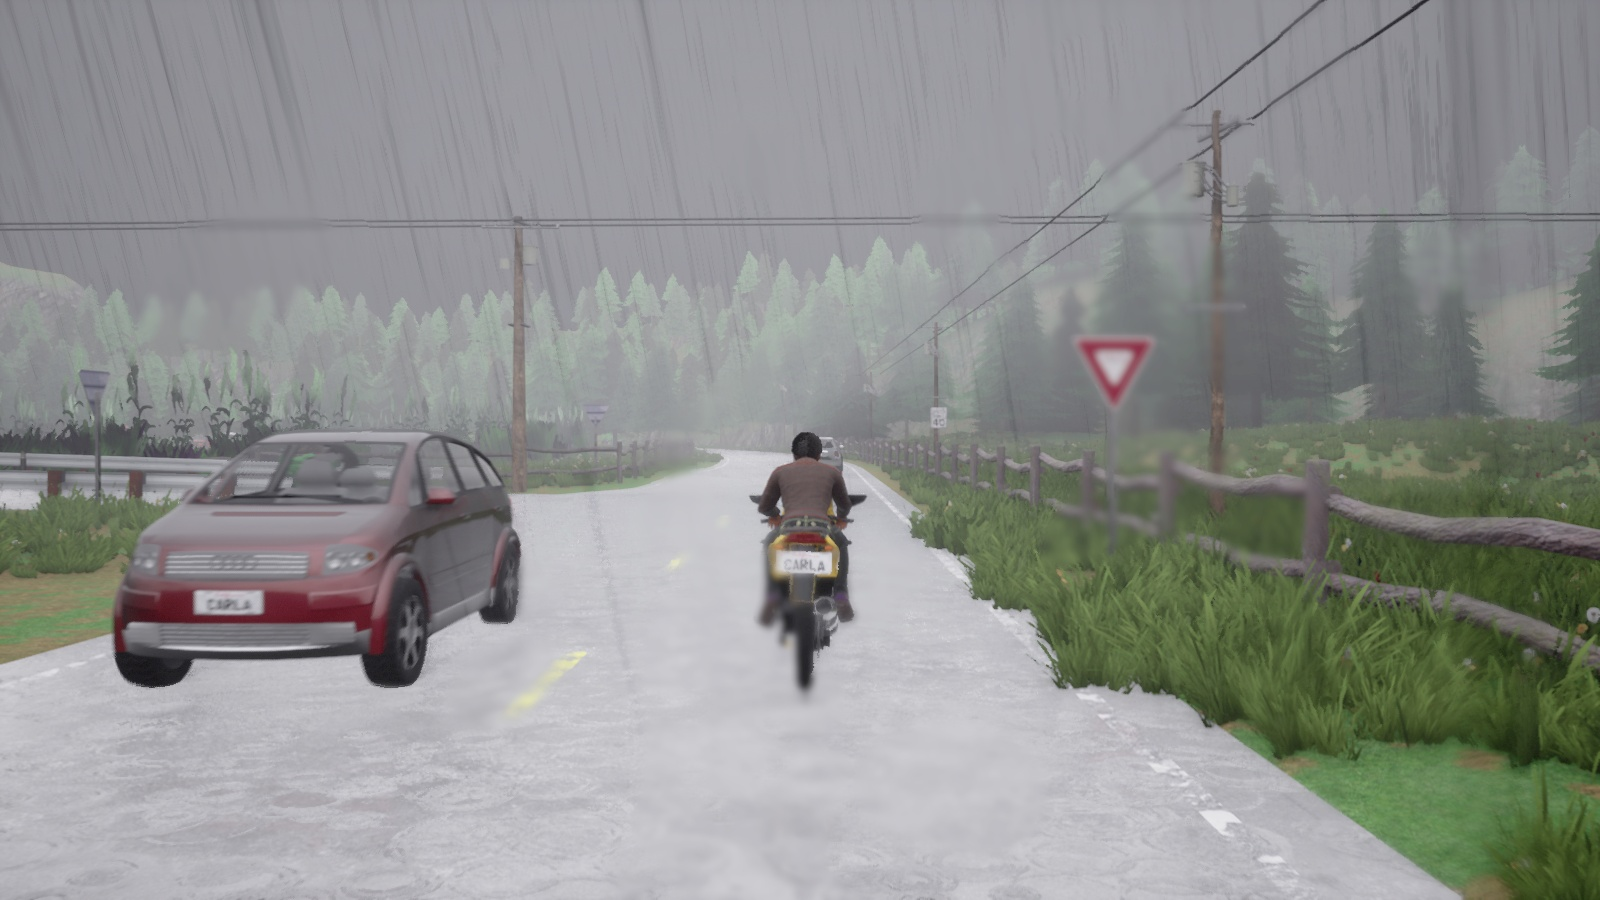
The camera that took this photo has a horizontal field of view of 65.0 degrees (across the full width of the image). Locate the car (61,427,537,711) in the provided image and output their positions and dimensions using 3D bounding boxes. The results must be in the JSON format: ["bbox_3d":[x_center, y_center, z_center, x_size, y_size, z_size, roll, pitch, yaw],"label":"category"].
[{"bbox_3d":[-3.128,0.629,8.713,1.789,1.549,3.705,0,1,1],"label":"car"}]

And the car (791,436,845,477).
[{"bbox_3d":[0.684,0.210,47.636,1.970,1.475,3.806,0,1,1],"label":"car"}]

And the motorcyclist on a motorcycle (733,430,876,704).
[{"bbox_3d":[0.044,0.643,8.000,0.797,1.523,2.044,0,1,1],"label":"motorcyclist on a motorcycle"}]
